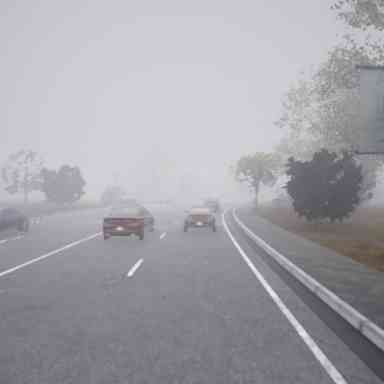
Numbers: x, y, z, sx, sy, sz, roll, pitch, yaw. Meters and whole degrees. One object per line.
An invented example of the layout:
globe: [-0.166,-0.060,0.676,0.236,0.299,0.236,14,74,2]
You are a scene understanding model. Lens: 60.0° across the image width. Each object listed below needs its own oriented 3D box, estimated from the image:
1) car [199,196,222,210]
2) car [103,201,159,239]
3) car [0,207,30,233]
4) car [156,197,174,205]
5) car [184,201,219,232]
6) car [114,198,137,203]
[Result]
car: [2.567,1.494,41.058,2.128,1.511,4.902,0,0,9]
car: [-3.124,1.476,17.245,1.882,1.535,5.008,0,0,2]
car: [-10.297,1.520,17.383,1.812,1.442,4.674,0,0,2]
car: [-4.664,1.534,58.333,2.033,1.411,5.357,0,0,16]
car: [0.516,1.525,20.212,1.812,1.442,4.674,0,0,3]
car: [-6.036,1.347,29.723,2.097,1.767,4.553,0,0,5]
